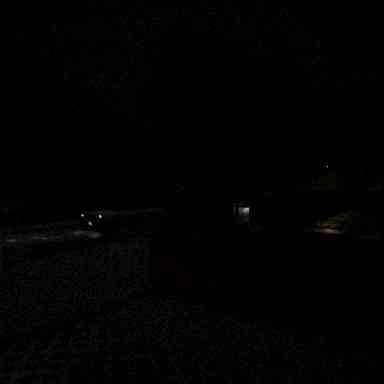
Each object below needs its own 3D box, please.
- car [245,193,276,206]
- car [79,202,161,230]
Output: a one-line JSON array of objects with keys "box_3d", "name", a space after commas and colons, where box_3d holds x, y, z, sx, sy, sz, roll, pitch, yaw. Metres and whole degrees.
[{"box_3d": [7.198, 0.760, 34.214, 1.895, 1.301, 4.718, 0, 2, 36], "name": "car"}, {"box_3d": [-3.918, 1.252, 18.791, 1.895, 1.301, 4.718, 0, 2, 36], "name": "car"}]
